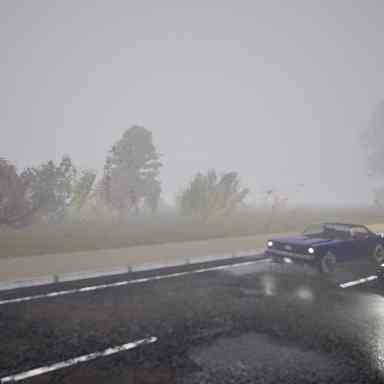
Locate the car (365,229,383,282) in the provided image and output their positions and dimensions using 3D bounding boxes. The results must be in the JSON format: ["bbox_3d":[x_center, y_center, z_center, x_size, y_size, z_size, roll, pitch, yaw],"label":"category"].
[{"bbox_3d":[6.952,1.657,8.666,5.357,1.411,2.033,1,0,-36],"label":"car"}]

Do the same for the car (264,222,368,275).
[{"bbox_3d":[4.586,1.704,10.969,4.718,1.301,1.895,1,0,-36],"label":"car"}]
